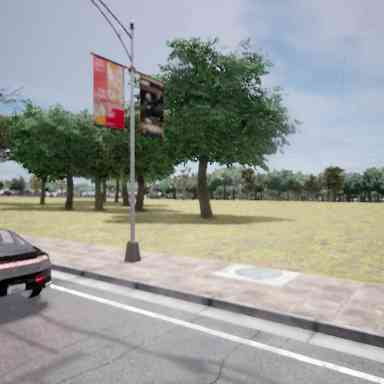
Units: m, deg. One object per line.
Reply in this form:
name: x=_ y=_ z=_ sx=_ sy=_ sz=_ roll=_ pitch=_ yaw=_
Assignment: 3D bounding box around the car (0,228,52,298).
car: x=-5.039 y=1.494 z=7.253 sx=4.902 sy=1.511 sz=2.128 roll=0 pitch=0 yaw=36
